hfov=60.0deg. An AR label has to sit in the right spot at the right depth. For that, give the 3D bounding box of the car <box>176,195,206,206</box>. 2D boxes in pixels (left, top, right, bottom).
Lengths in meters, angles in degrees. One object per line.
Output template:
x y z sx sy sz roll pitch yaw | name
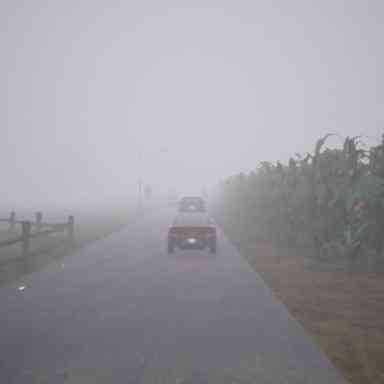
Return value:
0.001 1.397 29.014 2.150 2.045 5.566 0 0 0 | car

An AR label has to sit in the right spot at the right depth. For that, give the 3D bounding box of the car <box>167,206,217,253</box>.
0.006 1.606 14.468 1.882 1.535 5.008 0 0 0 | car

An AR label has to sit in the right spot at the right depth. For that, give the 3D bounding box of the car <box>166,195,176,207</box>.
-2.753 1.329 50.631 2.097 1.767 4.553 0 1 0 | car
